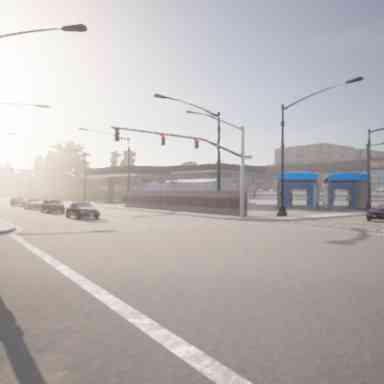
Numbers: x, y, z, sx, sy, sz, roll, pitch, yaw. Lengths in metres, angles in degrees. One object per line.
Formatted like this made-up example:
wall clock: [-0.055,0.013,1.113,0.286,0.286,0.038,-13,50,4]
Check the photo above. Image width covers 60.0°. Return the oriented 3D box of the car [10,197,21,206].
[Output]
car: [-28.821,1.575,55.148,2.128,1.511,4.902,0,0,-36]

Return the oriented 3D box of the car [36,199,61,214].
car: [-15.639,1.594,37.350,1.837,1.490,4.892,0,0,-37]

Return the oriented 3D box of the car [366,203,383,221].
car: [16.568,1.660,27.946,5.008,1.535,1.882,0,0,-36]

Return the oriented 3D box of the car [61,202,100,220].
car: [-9.708,1.617,29.376,1.812,1.442,4.674,0,0,-37]

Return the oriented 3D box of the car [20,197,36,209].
car: [-21.643,1.612,45.426,1.812,1.442,4.674,0,0,-37]

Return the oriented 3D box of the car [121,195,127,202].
car: [-13.541,1.479,74.515,4.611,1.667,2.242,0,0,-35]
